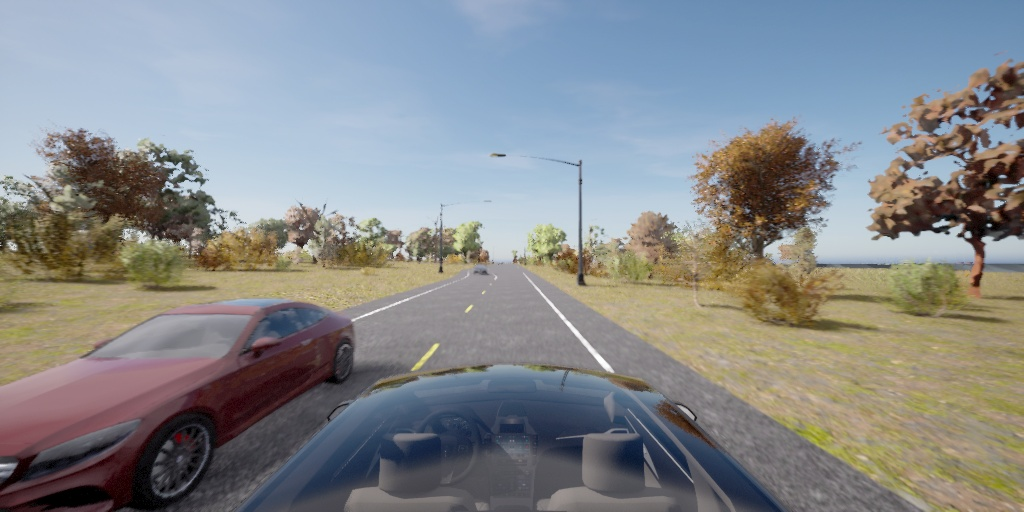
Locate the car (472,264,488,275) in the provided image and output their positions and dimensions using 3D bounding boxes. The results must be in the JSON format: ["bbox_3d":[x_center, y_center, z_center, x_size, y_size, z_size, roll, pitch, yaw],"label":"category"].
[{"bbox_3d":[-4.280,1.829,48.580,1.812,1.442,4.674,0,-1,-5],"label":"car"}]

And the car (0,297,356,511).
[{"bbox_3d":[-3.601,1.307,4.496,1.812,1.442,4.674,0,-1,0],"label":"car"}]
